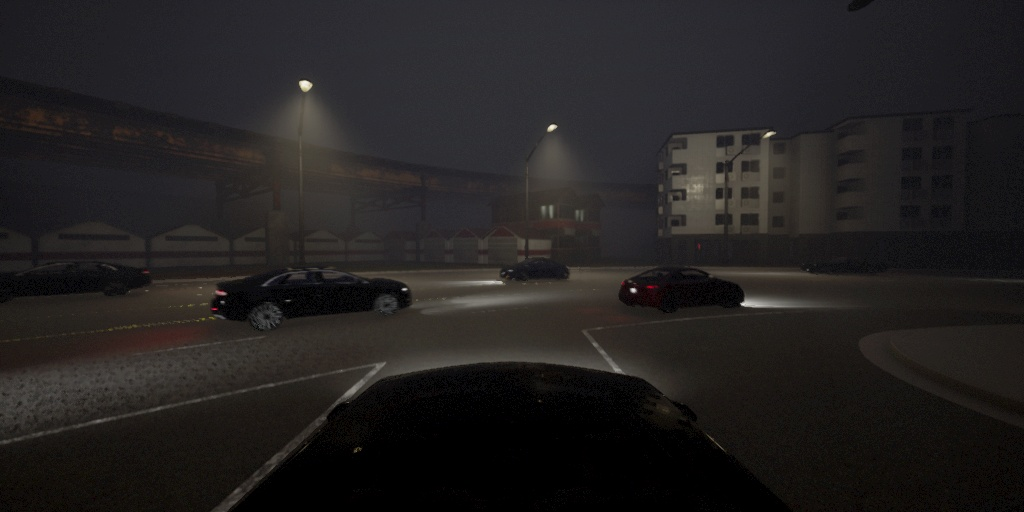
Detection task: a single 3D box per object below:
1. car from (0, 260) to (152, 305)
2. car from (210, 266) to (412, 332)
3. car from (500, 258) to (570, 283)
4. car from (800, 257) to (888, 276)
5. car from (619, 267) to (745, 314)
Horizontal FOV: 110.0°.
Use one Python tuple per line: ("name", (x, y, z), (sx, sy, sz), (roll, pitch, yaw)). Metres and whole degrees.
("car", (-17.627, 0.942, 14.114), (2.128, 1.511, 4.902), (1, 1, 45))
("car", (-5.344, 1.037, 10.158), (4.902, 1.511, 2.128), (-1, 2, -38))
("car", (1.378, 0.828, 21.787), (4.181, 1.385, 1.994), (0, 1, -19))
("car", (24.582, 0.744, 26.756), (4.718, 1.301, 1.895), (0, 1, 10))
("car", (5.799, 1.058, 12.253), (4.181, 1.385, 1.994), (-1, 1, -21))
